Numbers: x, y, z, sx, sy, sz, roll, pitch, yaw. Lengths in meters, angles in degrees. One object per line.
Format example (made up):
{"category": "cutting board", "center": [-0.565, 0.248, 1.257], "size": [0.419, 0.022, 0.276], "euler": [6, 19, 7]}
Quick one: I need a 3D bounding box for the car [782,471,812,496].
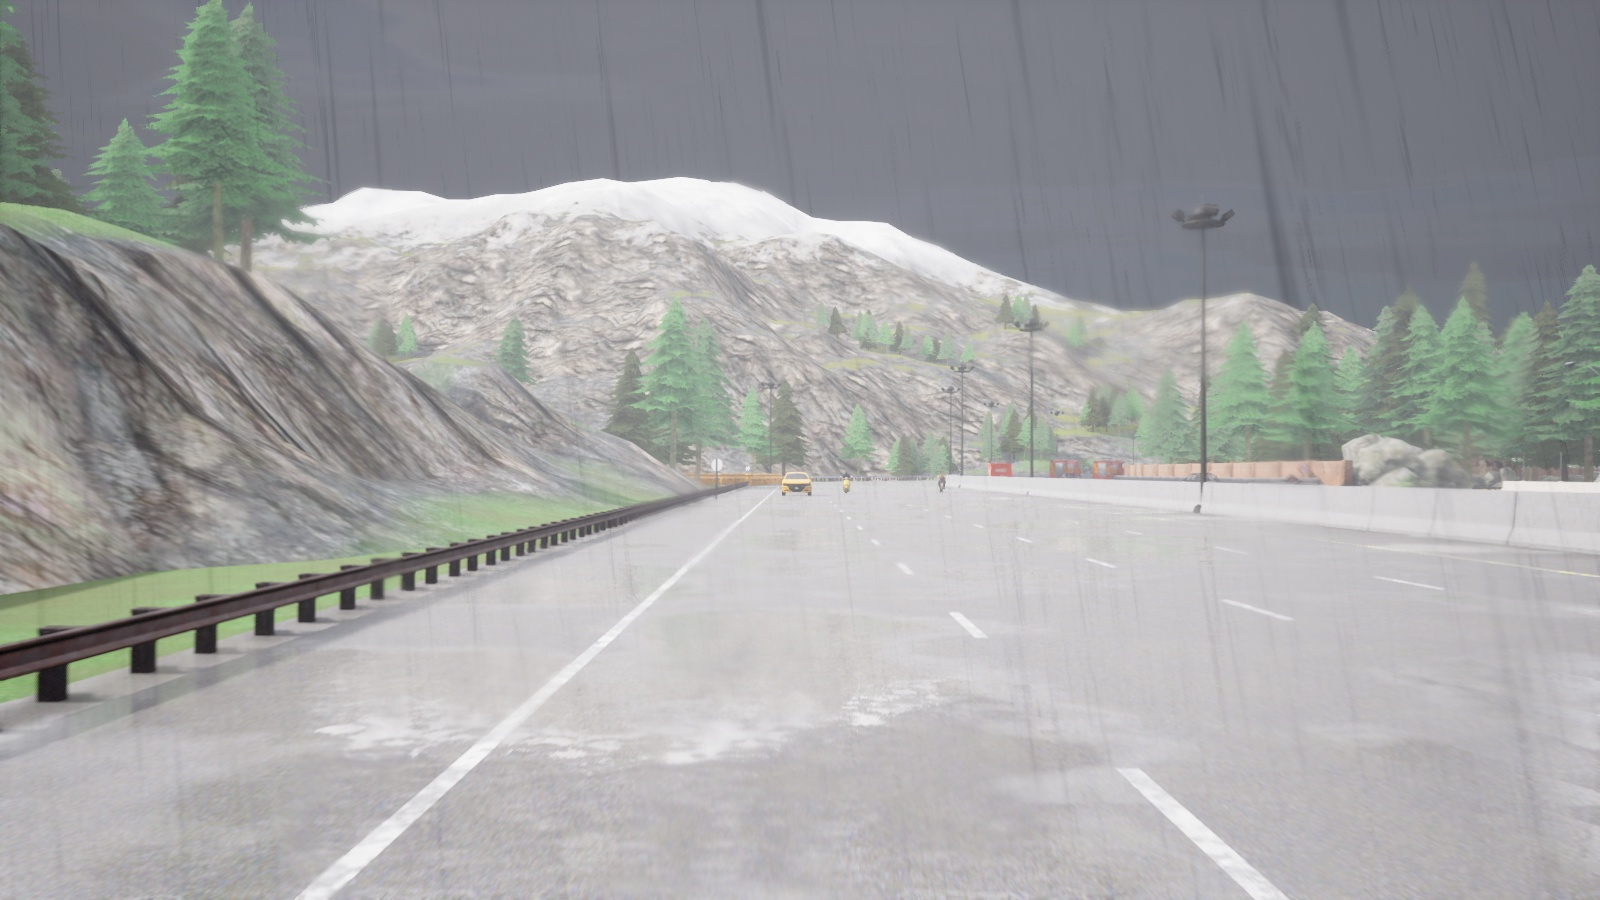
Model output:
{"category": "car", "center": [-0.193, 2.132, 79.966], "size": [1.882, 1.535, 5.008], "euler": [0, -1, 0]}

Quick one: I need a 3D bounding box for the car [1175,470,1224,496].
{"category": "car", "center": [24.315, 1.981, 76.557], "size": [1.789, 1.549, 3.705], "euler": [0, -1, 0]}
